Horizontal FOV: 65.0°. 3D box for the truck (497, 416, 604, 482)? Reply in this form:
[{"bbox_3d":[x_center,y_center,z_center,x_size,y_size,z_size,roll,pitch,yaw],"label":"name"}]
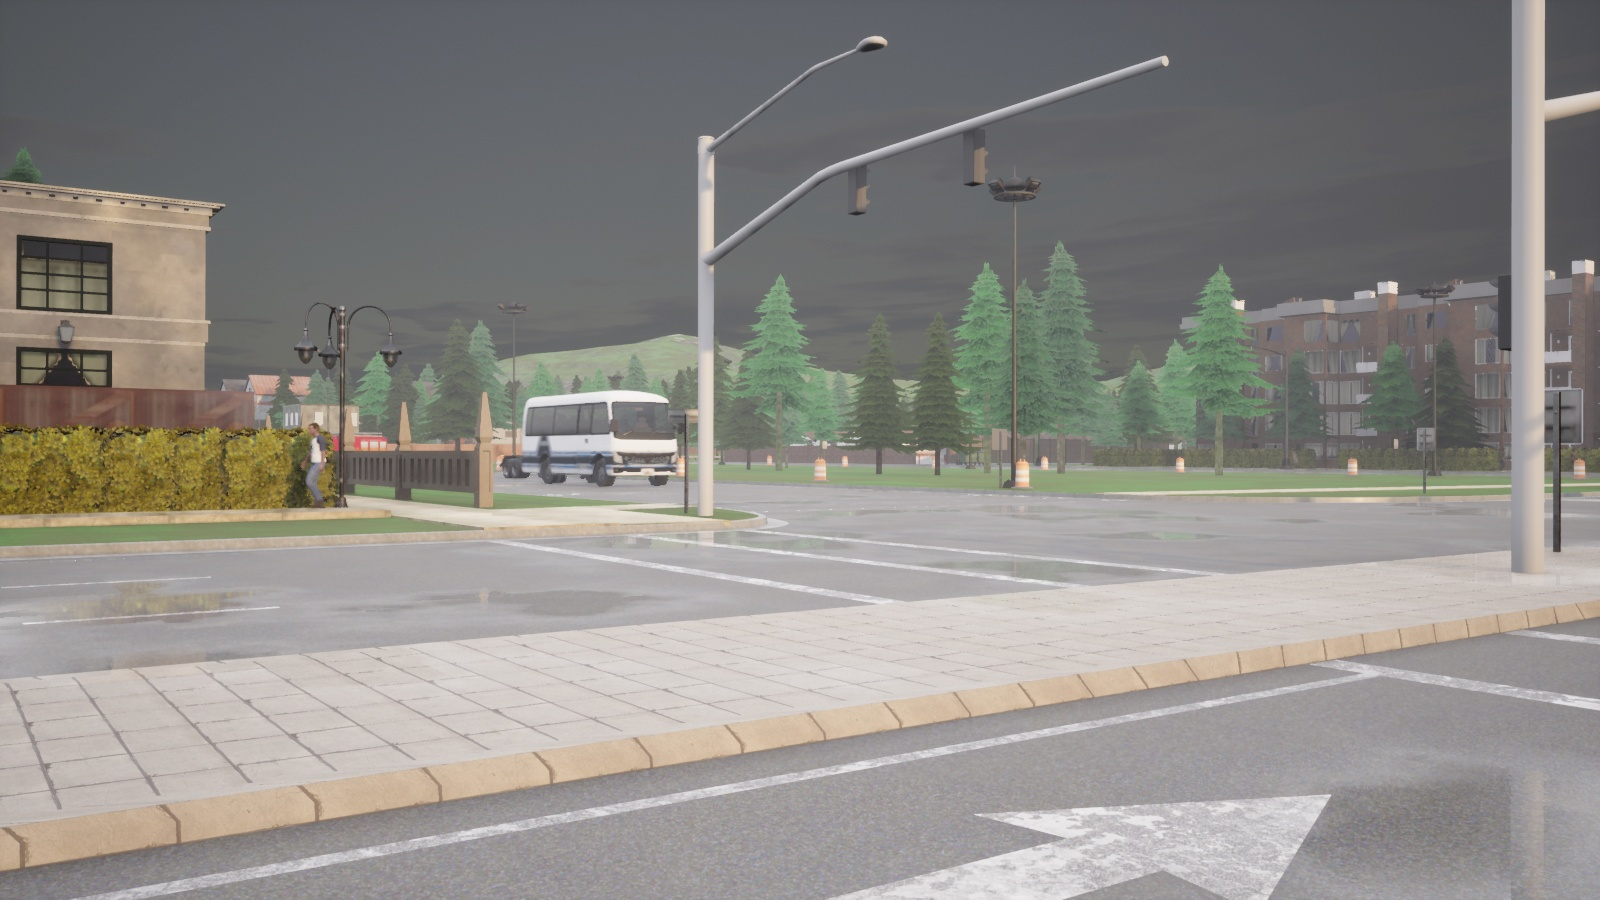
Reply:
[{"bbox_3d":[-14.115,-0.034,70.549,2.891,3.462,7.936,0,0,-35],"label":"truck"}]

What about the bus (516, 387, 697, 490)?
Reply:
[{"bbox_3d":[-9.059,-0.472,57.403,3.944,4.253,10.273,0,0,-35],"label":"bus"}]

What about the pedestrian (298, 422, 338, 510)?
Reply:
[{"bbox_3d":[-10.089,0.330,26.273,0.706,1.836,0.354,0,0,-38],"label":"pedestrian"}]
